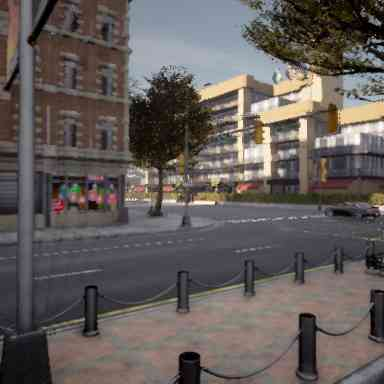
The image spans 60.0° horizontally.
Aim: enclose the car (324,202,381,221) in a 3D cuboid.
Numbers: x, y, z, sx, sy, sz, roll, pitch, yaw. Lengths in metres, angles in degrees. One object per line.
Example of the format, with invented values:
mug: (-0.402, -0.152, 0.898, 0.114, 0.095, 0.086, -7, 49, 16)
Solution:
car: (13.849, 1.616, 29.057, 2.128, 1.511, 4.902, 1, 0, -26)
